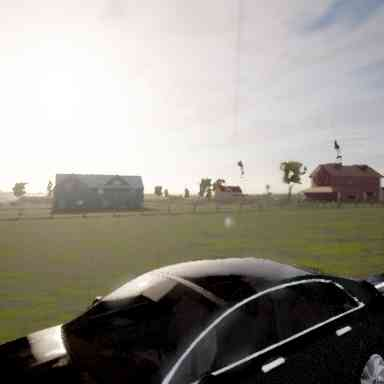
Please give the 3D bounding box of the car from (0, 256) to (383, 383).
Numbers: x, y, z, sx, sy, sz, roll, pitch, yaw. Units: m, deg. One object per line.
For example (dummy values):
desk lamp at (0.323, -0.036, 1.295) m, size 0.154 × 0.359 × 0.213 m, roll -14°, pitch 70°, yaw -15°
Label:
car at (0.146, 1.504, 3.220) m, size 4.892 × 1.490 × 1.837 m, roll 0°, pitch 0°, yaw -36°
